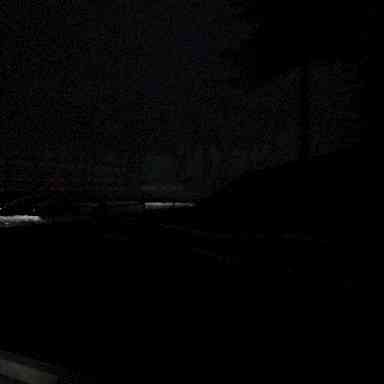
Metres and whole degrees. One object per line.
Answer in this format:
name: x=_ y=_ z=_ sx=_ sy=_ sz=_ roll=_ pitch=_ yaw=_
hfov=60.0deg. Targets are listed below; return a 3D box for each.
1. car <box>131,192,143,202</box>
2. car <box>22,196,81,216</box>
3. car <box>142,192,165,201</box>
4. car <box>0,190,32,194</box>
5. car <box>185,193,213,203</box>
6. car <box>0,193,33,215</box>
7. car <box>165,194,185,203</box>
car: x=-8.032 y=0.825 z=54.702 sx=2.128 sy=1.511 sz=4.902 roll=0 pitch=1 yaw=31
car: x=-11.437 y=1.224 z=27.892 sx=1.994 sy=1.385 sz=4.181 roll=0 pitch=1 yaw=30
car: x=-5.265 y=0.884 z=52.504 sx=1.812 sy=1.442 sz=4.674 roll=0 pitch=1 yaw=31
car: x=-17.602 y=0.845 z=31.211 sx=2.150 sy=2.045 sz=5.566 roll=0 pitch=1 yaw=30
car: x=1.458 y=0.879 z=50.124 sx=2.128 sy=1.511 sz=4.902 roll=0 pitch=1 yaw=31
car: x=-14.541 y=1.146 z=29.515 sx=1.837 sy=1.490 sz=4.892 roll=0 pitch=1 yaw=30
car: x=-1.705 y=0.969 z=51.651 sx=1.895 sy=1.301 sz=4.718 roll=0 pitch=1 yaw=31
